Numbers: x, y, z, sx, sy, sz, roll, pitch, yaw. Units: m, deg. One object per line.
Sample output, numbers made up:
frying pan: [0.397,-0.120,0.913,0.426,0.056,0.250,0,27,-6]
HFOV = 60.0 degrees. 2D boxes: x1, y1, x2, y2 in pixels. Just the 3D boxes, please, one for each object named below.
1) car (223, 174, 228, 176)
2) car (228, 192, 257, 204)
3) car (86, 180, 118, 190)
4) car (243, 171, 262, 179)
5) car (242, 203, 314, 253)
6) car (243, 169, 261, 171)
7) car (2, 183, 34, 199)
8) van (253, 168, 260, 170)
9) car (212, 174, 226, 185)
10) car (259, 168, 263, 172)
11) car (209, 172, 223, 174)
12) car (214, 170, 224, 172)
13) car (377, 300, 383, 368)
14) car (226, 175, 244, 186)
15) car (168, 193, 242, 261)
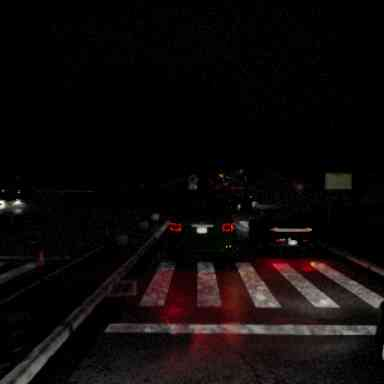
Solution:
car: [8.693,-3.300,78.241,2.128,1.511,4.902,1,5,8]
car: [3.813,0.730,28.076,1.837,1.490,4.892,1,4,35]
car: [-14.320,-1.125,53.164,5.008,1.535,1.882,-4,5,-40]
car: [14.559,-3.972,84.732,4.892,1.521,2.231,1,5,11]
car: [3.422,1.450,13.510,2.128,1.511,4.902,0,1,2]
car: [15.106,-4.355,87.408,4.553,1.767,2.185,1,6,11]
car: [-20.101,-0.181,38.497,2.097,1.767,4.553,0,4,-7]
van: [15.472,-4.716,90.122,4.442,1.987,1.878,1,6,11]
car: [5.066,-2.152,65.729,1.837,1.490,4.892,0,5,1]
car: [16.118,-4.998,92.779,5.566,2.045,2.435,1,6,11]
car: [5.689,-3.351,78.334,1.882,1.535,5.008,1,5,8]
car: [7.675,-4.480,90.260,1.882,1.535,5.008,1,6,11]
car: [3.163,1.476,2.044,1.882,1.535,5.008,0,0,0]
car: [8.127,-1.928,63.493,1.812,1.442,4.674,0,5,-2]
car: [0.379,1.187,12.295,2.150,2.045,5.566,0,0,2]
